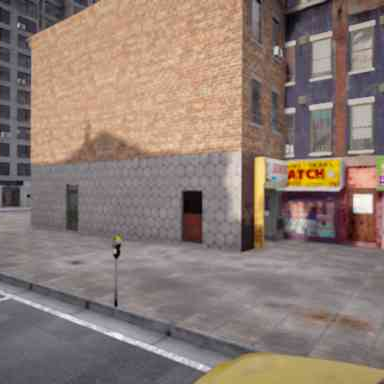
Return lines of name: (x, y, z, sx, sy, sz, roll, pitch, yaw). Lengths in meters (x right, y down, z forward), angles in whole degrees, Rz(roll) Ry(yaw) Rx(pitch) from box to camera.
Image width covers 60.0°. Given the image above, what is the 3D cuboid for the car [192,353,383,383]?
car: (1.896, 1.529, 1.453, 4.829, 1.417, 1.752, 0, 0, 36)
